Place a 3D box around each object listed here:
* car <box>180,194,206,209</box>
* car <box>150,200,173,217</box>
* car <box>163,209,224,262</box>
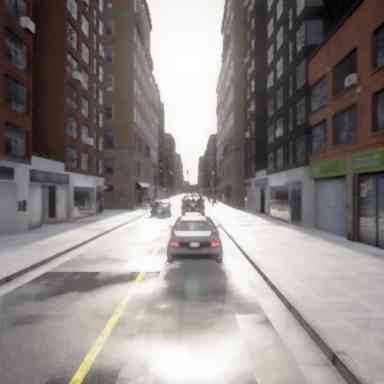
[{"bbox_3d":[0.093,1.244,31.206,2.150,2.045,5.566,0,0,0],"label":"car"},{"bbox_3d":[-2.851,1.514,31.773,2.128,1.511,4.902,0,0,0],"label":"car"},{"bbox_3d":[0.086,1.556,12.036,2.033,1.411,5.357,0,0,0],"label":"car"}]
